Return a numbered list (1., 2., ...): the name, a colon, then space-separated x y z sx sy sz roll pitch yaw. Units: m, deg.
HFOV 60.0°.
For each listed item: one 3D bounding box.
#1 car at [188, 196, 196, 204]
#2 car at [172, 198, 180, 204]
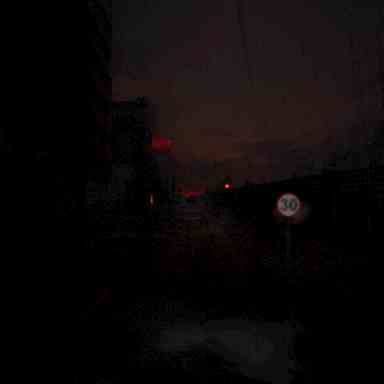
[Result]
1. car: -0.001 1.986 84.870 2.150 2.045 5.566 0 -1 0
2. car: -4.000 2.295 82.980 1.812 1.442 4.674 0 -1 0
